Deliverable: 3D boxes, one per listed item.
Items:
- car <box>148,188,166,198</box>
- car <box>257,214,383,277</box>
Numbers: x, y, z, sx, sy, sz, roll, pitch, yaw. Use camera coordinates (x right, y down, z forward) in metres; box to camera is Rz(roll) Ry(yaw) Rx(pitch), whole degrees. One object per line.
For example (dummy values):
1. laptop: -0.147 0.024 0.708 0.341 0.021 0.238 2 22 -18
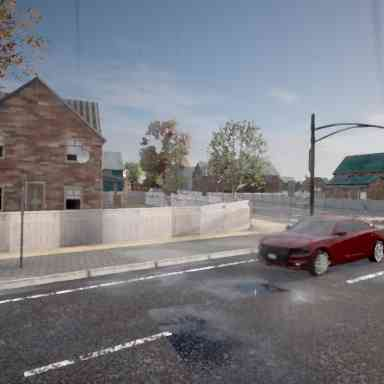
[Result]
1. car: -6.545 0.336 61.636 2.150 2.045 5.566 1 1 -21
2. car: 4.237 1.488 10.505 5.008 1.535 1.882 0 0 -35
